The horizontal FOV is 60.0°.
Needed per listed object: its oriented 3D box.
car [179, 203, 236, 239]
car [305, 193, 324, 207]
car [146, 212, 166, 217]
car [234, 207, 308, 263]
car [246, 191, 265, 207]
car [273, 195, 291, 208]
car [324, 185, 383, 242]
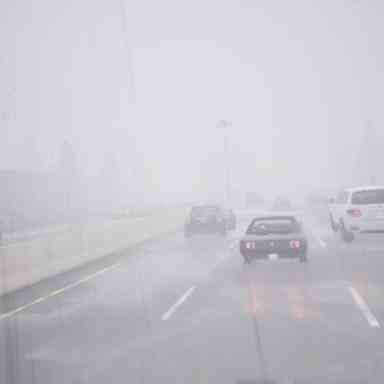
[{"bbox_3d":[1.113,1.397,18.210,2.097,1.767,4.553,-4,0,16],"label":"car"},{"bbox_3d":[13.325,0.815,35.812,2.033,1.411,5.357,-4,0,16],"label":"car"},{"bbox_3d":[-4.152,2.173,38.486,1.994,1.385,4.181,-4,0,16],"label":"car"},{"bbox_3d":[2.846,1.470,11.414,1.895,1.301,4.718,-4,0,16],"label":"car"},{"bbox_3d":[8.622,0.903,44.997,2.150,2.045,5.566,-4,0,15],"label":"car"},{"bbox_3d":[9.967,1.070,36.765,2.033,1.411,5.357,-4,0,16],"label":"car"},{"bbox_3d":[7.147,0.790,13.912,2.150,2.045,5.566,-4,0,16],"label":"car"}]
